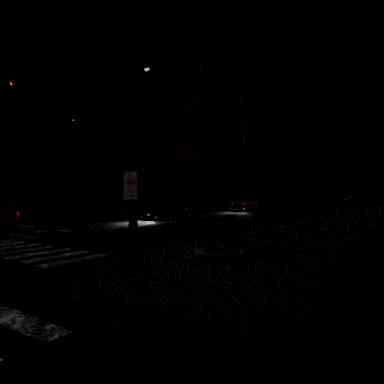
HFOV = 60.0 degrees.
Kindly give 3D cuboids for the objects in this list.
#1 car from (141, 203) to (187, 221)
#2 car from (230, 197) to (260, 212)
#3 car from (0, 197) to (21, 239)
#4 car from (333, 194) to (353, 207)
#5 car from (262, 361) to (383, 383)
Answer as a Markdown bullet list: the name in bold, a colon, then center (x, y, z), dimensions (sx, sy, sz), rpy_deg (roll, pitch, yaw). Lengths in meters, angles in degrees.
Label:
- **car**: center (-2.223, 1.596, 27.380), dimensions (1.994, 1.385, 4.181), rpy_deg (0, 0, 35)
- **car**: center (6.324, 1.412, 39.426), dimensions (2.097, 1.767, 4.553), rpy_deg (0, 0, 35)
- **car**: center (-10.843, 1.230, 15.212), dimensions (2.150, 2.045, 5.566), rpy_deg (0, 0, 35)
- **car**: center (24.063, 1.348, 52.899), dimensions (2.150, 2.045, 5.566), rpy_deg (0, 0, 35)
- **car**: center (2.178, 1.551, 1.289), dimensions (4.403, 1.369, 2.008), rpy_deg (0, 0, 36)
